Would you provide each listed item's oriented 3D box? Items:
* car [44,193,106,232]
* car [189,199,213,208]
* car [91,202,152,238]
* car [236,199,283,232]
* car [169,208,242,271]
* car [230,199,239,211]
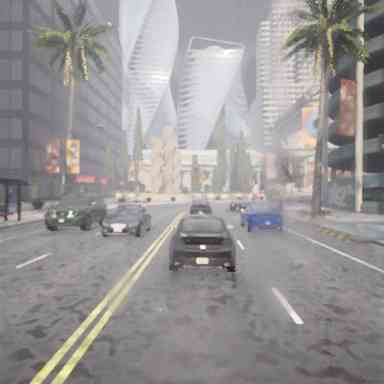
[{"bbox_3d":[-6.664,1.116,19.901,2.150,2.045,5.566,0,0,1],"label":"car"},{"bbox_3d":[0.800,1.426,29.588,1.837,1.490,4.892,0,0,2],"label":"car"},{"bbox_3d":[-3.225,1.419,17.194,2.128,1.511,4.902,0,0,1],"label":"car"},{"bbox_3d":[4.027,1.450,19.853,1.882,1.535,5.008,0,0,1],"label":"car"},{"bbox_3d":[0.318,1.476,10.767,1.837,1.490,4.892,0,0,1],"label":"car"},{"bbox_3d":[5.736,1.529,39.679,1.895,1.301,4.718,0,0,14],"label":"car"}]
